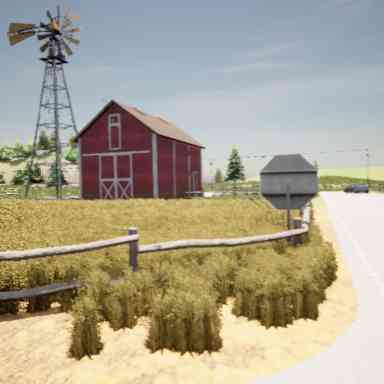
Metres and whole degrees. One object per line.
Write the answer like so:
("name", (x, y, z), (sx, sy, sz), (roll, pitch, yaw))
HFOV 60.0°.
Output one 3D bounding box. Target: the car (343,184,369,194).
("car", (23.506, -0.465, 47.835), (1.994, 1.385, 4.181), (-1, 2, -4))
